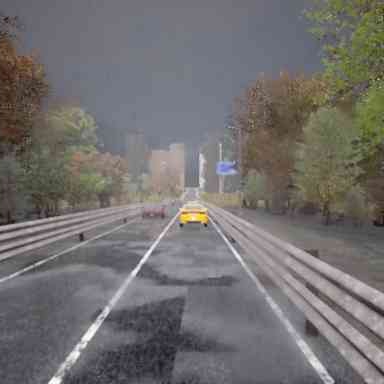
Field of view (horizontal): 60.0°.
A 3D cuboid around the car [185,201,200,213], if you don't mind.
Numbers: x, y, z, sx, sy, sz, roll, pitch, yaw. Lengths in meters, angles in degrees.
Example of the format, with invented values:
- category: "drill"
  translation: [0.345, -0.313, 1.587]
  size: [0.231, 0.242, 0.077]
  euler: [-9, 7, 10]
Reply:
- category: "car"
  translation: [0.103, 1.909, 42.977]
  size: [1.812, 1.442, 4.674]
  euler: [0, -1, 0]

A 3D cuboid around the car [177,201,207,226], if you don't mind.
- category: "car"
  translation: [0.107, 1.611, 24.541]
  size: [1.882, 1.535, 5.008]
  euler: [0, -1, 0]

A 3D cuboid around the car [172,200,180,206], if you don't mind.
- category: "car"
  translation: [-3.237, 2.347, 70.881]
  size: [1.994, 1.385, 4.181]
  euler: [0, -1, 0]

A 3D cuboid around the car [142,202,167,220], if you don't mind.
- category: "car"
  translation: [-3.334, 1.677, 30.278]
  size: [1.882, 1.535, 5.008]
  euler: [0, -1, 0]
